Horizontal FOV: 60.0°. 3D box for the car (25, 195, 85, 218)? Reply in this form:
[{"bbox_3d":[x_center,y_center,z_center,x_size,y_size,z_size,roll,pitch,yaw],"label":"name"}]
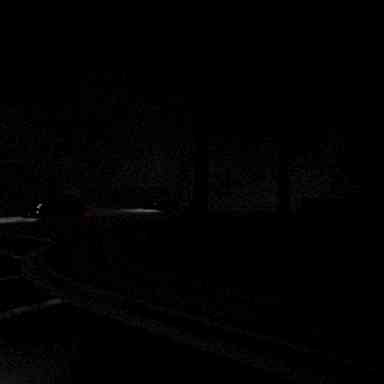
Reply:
[{"bbox_3d":[-10.996,1.055,26.851,2.097,1.767,4.553,1,0,34],"label":"car"}]

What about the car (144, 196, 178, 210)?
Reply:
[{"bbox_3d":[-3.445,1.225,38.036,1.812,1.442,4.674,1,1,34],"label":"car"}]
